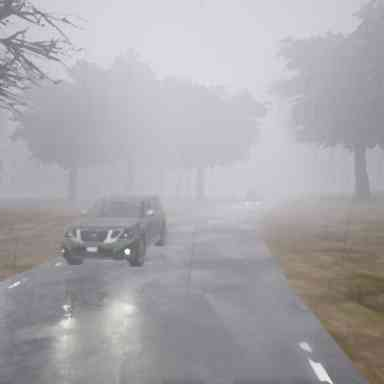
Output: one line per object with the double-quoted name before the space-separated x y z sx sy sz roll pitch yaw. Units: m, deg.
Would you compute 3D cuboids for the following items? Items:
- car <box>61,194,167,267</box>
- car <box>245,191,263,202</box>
"car" -2.313 1.125 11.504 2.150 2.045 5.566 0 1 7
"car" 9.710 0.574 51.914 2.097 1.767 4.553 0 1 22
